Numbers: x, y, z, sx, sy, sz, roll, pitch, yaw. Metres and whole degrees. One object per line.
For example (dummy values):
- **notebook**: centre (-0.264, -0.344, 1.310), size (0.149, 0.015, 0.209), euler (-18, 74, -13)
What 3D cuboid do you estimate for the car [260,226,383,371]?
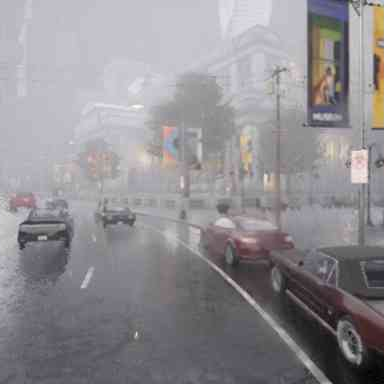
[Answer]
- **car**: centre (2.785, 1.549, 5.620), size (1.895, 1.301, 4.718), euler (0, 0, -4)

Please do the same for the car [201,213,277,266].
- **car**: centre (1.658, 1.441, 11.239), size (2.002, 1.452, 4.674), euler (0, 0, -14)

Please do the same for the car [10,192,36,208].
- **car**: centre (-18.968, 1.035, 37.272), size (2.150, 2.045, 5.566), euler (0, 0, -34)

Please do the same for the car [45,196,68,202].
- **car**: centre (-15.816, 1.299, 38.837), size (1.837, 1.490, 4.892), euler (0, -1, -33)

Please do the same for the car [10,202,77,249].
- **car**: centre (-6.106, 1.418, 14.272), size (2.128, 1.511, 4.902), euler (0, 0, -17)

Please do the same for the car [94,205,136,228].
- **car**: centre (-5.067, 1.479, 21.243), size (1.895, 1.301, 4.718), euler (0, 0, -24)
